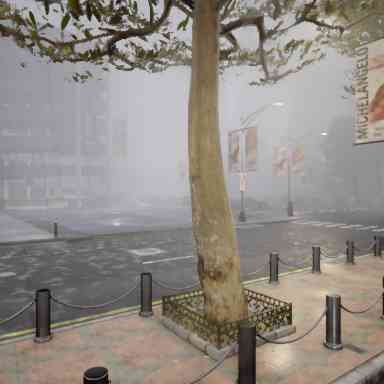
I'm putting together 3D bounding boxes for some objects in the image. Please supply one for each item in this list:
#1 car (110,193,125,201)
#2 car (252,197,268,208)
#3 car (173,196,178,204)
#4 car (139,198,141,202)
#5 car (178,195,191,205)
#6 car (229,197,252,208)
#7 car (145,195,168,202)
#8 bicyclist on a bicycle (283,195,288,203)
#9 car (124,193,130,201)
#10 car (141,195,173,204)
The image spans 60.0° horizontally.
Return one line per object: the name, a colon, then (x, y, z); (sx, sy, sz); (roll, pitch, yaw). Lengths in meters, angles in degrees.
car: (-18.821, 1.545, 77.841); (4.718, 1.301, 1.895); (0, 0, 11)
car: (8.967, 1.478, 49.519); (1.882, 1.535, 5.008); (0, 0, -37)
car: (-3.234, 1.491, 64.982); (4.902, 1.511, 2.128); (0, 0, 44)
car: (-9.545, 1.524, 74.216); (4.674, 1.442, 1.812); (0, 0, 26)
car: (0.177, 1.352, 55.536); (2.097, 1.767, 4.553); (0, 0, -38)
car: (5.660, 1.547, 48.129); (2.033, 1.411, 5.357); (0, 0, -36)
car: (-8.332, 1.525, 77.517); (4.902, 1.511, 2.128); (0, 0, 26)
bicyclist on a bicycle: (17.566, 1.300, 62.343); (1.656, 1.620, 0.582); (0, 0, -36)
car: (-17.888, 1.165, 81.215); (5.566, 2.045, 2.150); (0, 0, 11)
car: (-6.645, 1.547, 63.391); (5.357, 1.411, 2.033); (0, 0, 41)
